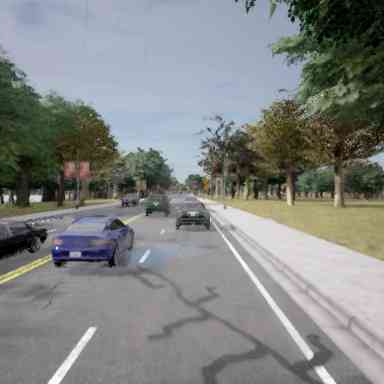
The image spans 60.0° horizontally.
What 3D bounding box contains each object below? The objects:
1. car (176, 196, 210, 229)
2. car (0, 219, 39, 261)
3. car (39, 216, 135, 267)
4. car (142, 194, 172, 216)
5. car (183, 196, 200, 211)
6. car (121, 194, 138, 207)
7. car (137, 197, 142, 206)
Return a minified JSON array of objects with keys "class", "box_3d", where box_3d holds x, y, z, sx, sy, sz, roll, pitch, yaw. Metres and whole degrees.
[{"class":"car","box_3d":[0.051,1.368,21.764,2.097,1.767,4.553,0,0,0]},{"class":"car","box_3d":[-6.613,1.605,10.857,1.895,1.301,4.718,0,0,0]},{"class":"car","box_3d":[-3.164,1.530,11.326,1.812,1.442,4.674,0,0,0]},{"class":"car","box_3d":[-3.265,1.259,32.693,2.150,2.045,5.566,0,0,-1]},{"class":"car","box_3d":[-0.076,1.416,42.540,2.097,1.767,4.553,0,0,0]},{"class":"car","box_3d":[-10.096,1.322,54.722,2.150,2.045,5.566,0,0,0]},{"class":"car","box_3d":[-6.836,1.586,52.647,2.128,1.511,4.902,0,0,0]}]
